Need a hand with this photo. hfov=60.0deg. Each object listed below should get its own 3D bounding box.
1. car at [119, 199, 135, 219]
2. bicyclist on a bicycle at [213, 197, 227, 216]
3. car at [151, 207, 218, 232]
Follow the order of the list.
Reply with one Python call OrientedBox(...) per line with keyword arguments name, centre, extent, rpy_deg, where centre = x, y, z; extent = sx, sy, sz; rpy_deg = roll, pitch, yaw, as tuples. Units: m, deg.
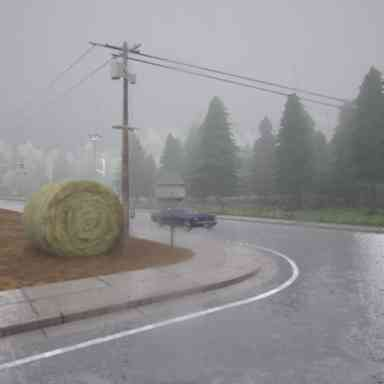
OrientedBox(name="car", centre=(-6.666, 1.366, 28.420), extent=(2.097, 1.767, 4.553), rpy_deg=(0, 0, -38))
OrientedBox(name="bicyclist on a bicycle", centre=(2.476, 1.301, 28.916), extent=(1.656, 1.620, 0.582), rpy_deg=(-1, 0, -38))
OrientedBox(name="car", centre=(-0.547, 1.614, 20.670), extent=(1.895, 1.301, 4.718), rpy_deg=(0, 0, -38))
